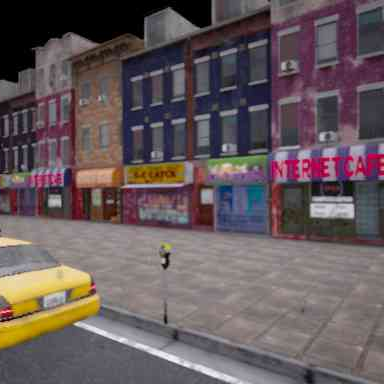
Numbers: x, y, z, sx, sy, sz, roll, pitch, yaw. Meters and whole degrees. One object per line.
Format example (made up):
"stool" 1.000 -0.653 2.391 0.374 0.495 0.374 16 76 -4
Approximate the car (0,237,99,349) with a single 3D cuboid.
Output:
"car" -3.997 1.480 6.121 5.366 1.575 1.801 0 0 35
